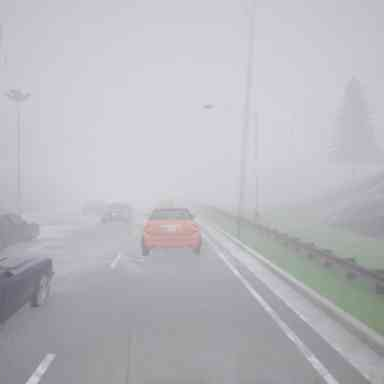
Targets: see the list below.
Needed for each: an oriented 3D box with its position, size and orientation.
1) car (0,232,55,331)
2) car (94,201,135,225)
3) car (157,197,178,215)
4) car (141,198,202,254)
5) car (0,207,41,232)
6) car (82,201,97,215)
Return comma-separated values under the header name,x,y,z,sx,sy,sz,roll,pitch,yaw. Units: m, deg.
name,x,y,z,sx,sy,sz,roll,pitch,yaw
car,-3.711,1.601,4.905,1.895,1.301,4.718,0,0,-3
car,-5.166,1.470,23.621,2.033,1.411,5.357,0,0,-5
car,-2.499,1.337,33.523,1.882,1.535,5.008,0,0,-5
car,-0.844,1.294,13.381,2.097,1.767,4.553,0,0,-4
car,-7.808,1.536,13.112,2.033,1.411,5.357,0,0,-5
car,-9.495,1.506,33.210,1.895,1.301,4.718,0,0,-5
